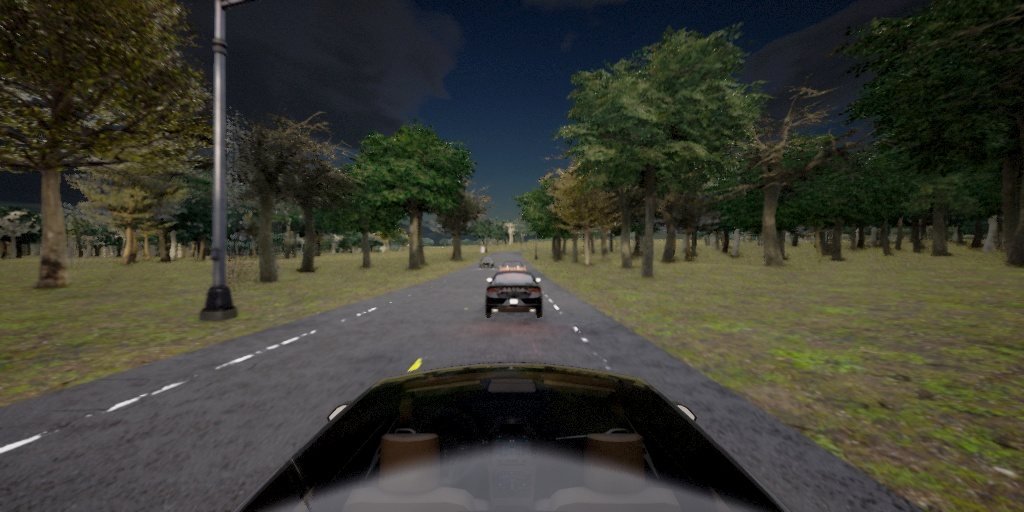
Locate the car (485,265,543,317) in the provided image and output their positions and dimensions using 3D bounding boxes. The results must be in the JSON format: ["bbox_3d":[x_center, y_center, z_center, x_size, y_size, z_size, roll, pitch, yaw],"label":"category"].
[{"bbox_3d":[0.068,1.247,13.343,1.882,1.535,5.008,0,0,0],"label":"car"}]

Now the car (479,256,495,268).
[{"bbox_3d":[-3.596,0.820,51.981,2.097,1.767,4.553,0,1,0],"label":"car"}]

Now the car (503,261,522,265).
[{"bbox_3d":[0.056,1.133,27.356,2.097,1.767,4.553,0,0,0],"label":"car"}]
